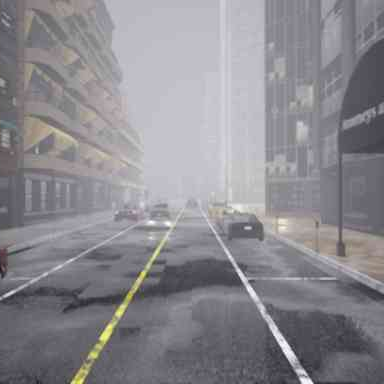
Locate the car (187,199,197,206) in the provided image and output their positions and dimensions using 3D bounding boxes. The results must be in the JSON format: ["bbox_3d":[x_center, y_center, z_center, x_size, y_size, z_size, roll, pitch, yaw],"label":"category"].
[{"bbox_3d":[-0.001,2.123,67.356,1.812,1.442,4.674,0,-1,0],"label":"car"}]

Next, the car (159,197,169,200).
[{"bbox_3d":[-5.310,1.916,56.084,1.967,1.590,4.097,0,-1,0],"label":"car"}]

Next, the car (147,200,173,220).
[{"bbox_3d":[-2.847,1.759,31.344,1.837,1.490,4.892,0,0,0],"label":"car"}]

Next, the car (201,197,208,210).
[{"bbox_3d":[2.570,1.951,50.725,1.752,1.417,4.829,0,-1,0],"label":"car"}]

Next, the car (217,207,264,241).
[{"bbox_3d":[2.570,1.702,17.340,1.947,1.339,4.313,0,0,0],"label":"car"}]

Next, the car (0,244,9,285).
[{"bbox_3d":[-5.309,1.593,6.262,1.887,1.381,4.507,0,0,0],"label":"car"}]

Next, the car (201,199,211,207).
[{"bbox_3d":[2.569,2.056,61.795,1.752,1.417,4.829,0,-1,0],"label":"car"}]

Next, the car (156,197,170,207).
[{"bbox_3d":[-5.309,1.844,61.621,2.192,1.841,5.009,0,-1,0],"label":"car"}]

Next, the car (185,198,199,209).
[{"bbox_3d":[0.026,1.801,53.241,2.097,1.767,4.553,0,-1,0],"label":"car"}]

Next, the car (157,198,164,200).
[{"bbox_3d":[-5.310,1.924,45.012,2.008,1.369,4.403,0,-1,0],"label":"car"}]

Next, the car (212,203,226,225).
[{"bbox_3d":[2.570,1.710,23.046,1.752,1.417,4.829,0,0,0],"label":"car"}]

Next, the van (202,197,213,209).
[{"bbox_3d":[2.571,1.817,56.090,1.690,1.788,3.998,0,-1,0],"label":"van"}]

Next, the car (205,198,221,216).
[{"bbox_3d":[2.749,1.752,36.213,1.801,1.575,5.366,0,0,0],"label":"car"}]

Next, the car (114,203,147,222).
[{"bbox_3d":[-5.309,1.669,28.404,1.967,1.590,4.097,0,0,0],"label":"car"}]

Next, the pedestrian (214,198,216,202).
[{"bbox_3d":[2.750,1.616,39.213,0.375,1.860,0.375,0,-1,0],"label":"pedestrian"}]
